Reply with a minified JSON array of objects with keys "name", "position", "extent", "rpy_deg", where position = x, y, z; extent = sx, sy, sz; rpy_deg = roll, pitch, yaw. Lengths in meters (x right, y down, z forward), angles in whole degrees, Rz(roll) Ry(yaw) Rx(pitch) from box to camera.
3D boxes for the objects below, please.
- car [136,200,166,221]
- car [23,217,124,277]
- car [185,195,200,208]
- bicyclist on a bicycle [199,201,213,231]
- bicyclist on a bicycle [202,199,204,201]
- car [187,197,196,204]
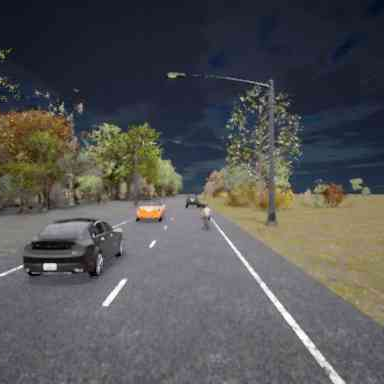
[{"name":"car","position":[-3.420,1.499,28.579],"extent":[2.097,1.767,4.553],"rpy_deg":[0,0,0]},{"name":"car","position":[-3.409,1.559,10.402],"extent":[1.837,1.490,4.892],"rpy_deg":[0,0,0]},{"name":"car","position":[0.056,1.505,54.794],"extent":[2.150,2.045,5.566],"rpy_deg":[0,0,0]},{"name":"bicyclist on a bicycle","position":[0.926,1.543,20.627],"extent":[0.866,1.612,1.509],"rpy_deg":[0,0,0]},{"name":"bicyclist on a bicycle","position":[0.946,1.523,29.605],"extent":[0.659,1.776,1.843],"rpy_deg":[0,0,0]},{"name":"car","position":[-0.050,1.863,74.132],"extent":[1.882,1.535,5.008],"rpy_deg":[0,0,0]}]
